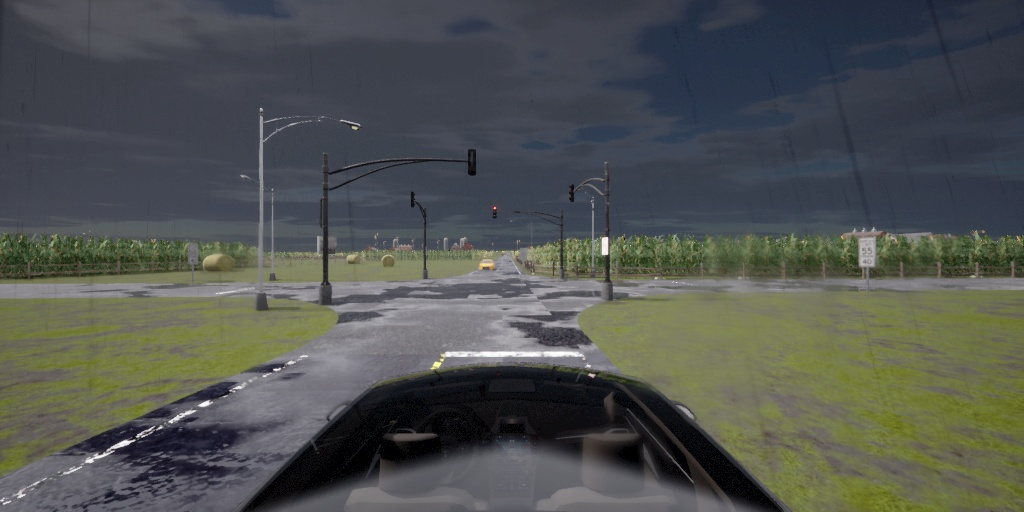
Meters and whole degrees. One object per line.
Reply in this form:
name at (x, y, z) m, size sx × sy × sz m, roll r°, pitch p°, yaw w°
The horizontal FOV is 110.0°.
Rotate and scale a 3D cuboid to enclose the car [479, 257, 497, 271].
car at (-3.293, 1.228, 47.540) m, size 1.882 × 1.535 × 5.008 m, roll 0°, pitch 1°, yaw -1°
